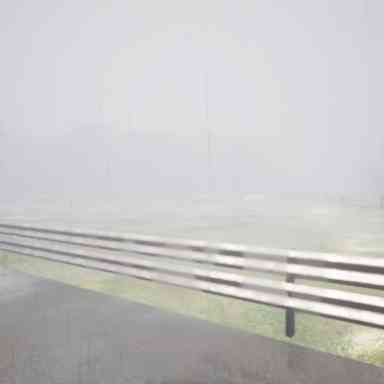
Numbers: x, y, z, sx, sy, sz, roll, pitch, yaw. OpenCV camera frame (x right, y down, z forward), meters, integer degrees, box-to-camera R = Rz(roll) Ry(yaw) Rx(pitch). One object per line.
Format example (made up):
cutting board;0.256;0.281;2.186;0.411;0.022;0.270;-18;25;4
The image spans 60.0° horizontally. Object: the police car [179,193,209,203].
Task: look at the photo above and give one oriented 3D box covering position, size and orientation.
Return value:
police car;0.318;1.006;55.192;5.238;1.638;1.930;0;0;-19
